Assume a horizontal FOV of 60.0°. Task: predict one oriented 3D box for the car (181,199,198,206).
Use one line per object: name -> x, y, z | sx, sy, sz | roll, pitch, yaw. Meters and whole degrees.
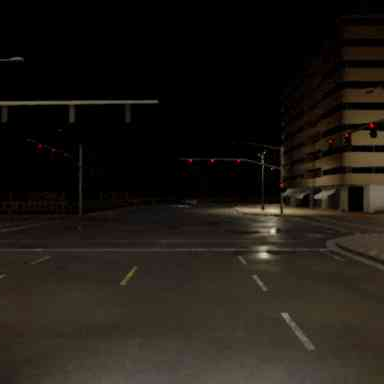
car -> -0.481, 2.208, 71.019 | 1.812, 1.442, 4.674 | 0, -1, 31
